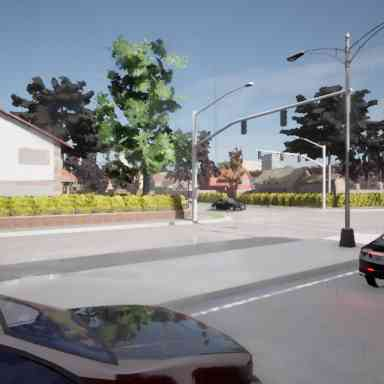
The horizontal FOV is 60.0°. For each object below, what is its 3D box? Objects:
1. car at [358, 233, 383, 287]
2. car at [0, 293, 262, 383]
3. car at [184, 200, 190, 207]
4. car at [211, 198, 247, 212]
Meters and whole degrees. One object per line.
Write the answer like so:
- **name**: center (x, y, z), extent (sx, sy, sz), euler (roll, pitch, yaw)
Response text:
- **car**: center (5.965, 1.491, 8.038), extent (4.902, 1.511, 2.128), euler (0, 0, -35)
- **car**: center (-1.954, 1.547, 2.355), extent (5.357, 1.411, 2.033), euler (0, 0, -35)
- **car**: center (-2.208, 1.352, 47.455), extent (2.097, 1.767, 4.553), euler (0, 0, -36)
- **car**: center (4.211, 1.507, 38.622), extent (1.837, 1.490, 4.892), euler (0, -1, -36)
